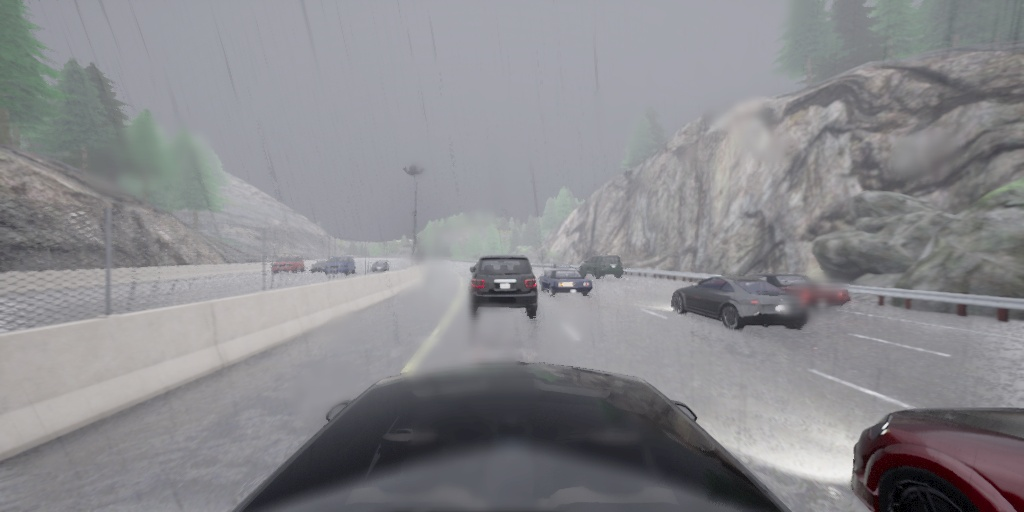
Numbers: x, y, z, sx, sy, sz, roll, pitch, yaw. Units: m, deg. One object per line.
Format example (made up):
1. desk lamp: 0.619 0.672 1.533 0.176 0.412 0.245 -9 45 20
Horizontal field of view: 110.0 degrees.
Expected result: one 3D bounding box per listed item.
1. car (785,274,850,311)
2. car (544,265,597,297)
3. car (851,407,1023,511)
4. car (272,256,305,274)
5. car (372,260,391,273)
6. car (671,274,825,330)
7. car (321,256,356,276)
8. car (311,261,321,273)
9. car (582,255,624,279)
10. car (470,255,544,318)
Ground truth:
1. car: 10.085 1.337 14.064 1.895 1.301 4.718 0 0 -4
2. car: 2.663 1.358 18.969 1.895 1.301 4.718 0 0 -5
3. car: 3.508 1.305 0.902 1.994 1.385 4.181 0 0 0
4. car: -26.692 1.063 43.134 2.150 2.045 5.566 0 0 -15
5. car: -16.320 1.312 44.913 2.128 1.511 4.902 0 0 -15
6. car: 6.729 1.306 11.092 1.994 1.385 4.181 0 0 -3
7. car: -18.379 1.041 38.647 2.150 2.045 5.566 0 0 -13
8. car: -23.446 1.339 44.487 1.837 1.490 4.892 0 0 -15
9. car: 7.981 0.976 32.280 2.150 2.045 5.566 0 0 -9
10. car: -0.372 0.981 13.218 2.150 2.045 5.566 0 0 -4
